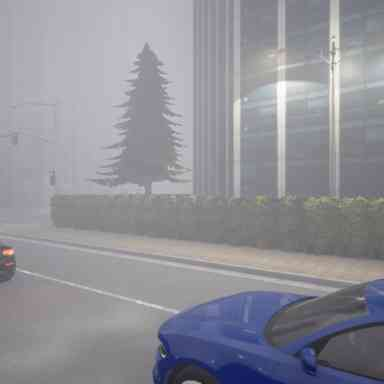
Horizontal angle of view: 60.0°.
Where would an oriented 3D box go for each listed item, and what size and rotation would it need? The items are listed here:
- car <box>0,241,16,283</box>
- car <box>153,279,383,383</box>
[{"bbox_3d":[-6.228,1.526,8.390,4.674,1.442,1.812,0,0,36],"label":"car"},{"bbox_3d":[1.899,1.478,2.639,5.008,1.535,1.882,0,0,36],"label":"car"}]
